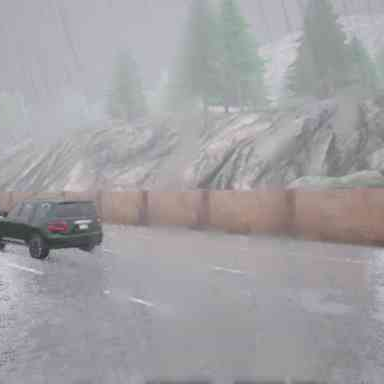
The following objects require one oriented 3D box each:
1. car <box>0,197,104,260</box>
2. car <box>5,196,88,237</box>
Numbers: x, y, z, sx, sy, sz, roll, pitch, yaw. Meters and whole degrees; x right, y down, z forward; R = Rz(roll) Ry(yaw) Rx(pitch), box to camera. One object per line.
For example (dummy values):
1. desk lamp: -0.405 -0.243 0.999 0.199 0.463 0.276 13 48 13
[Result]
1. car: -5.770 1.269 12.877 5.566 2.045 2.150 0 0 38
2. car: -8.706 1.294 19.638 5.566 2.045 2.150 0 0 38
